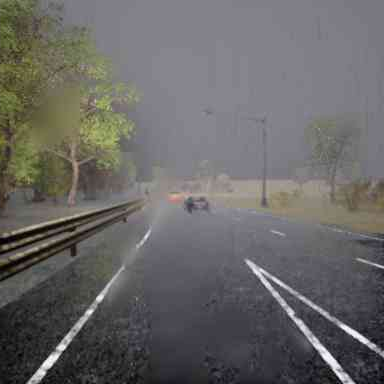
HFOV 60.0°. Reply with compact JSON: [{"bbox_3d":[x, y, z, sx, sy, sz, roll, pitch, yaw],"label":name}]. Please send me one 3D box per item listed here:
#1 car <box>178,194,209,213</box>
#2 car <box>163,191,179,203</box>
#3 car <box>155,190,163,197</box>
[{"bbox_3d":[0.321,1.091,30.789,2.128,1.511,4.902,0,1,-9],"label":"car"},{"bbox_3d":[-2.844,0.687,51.448,2.097,1.767,4.553,0,1,-9],"label":"car"},{"bbox_3d":[-7.394,0.412,81.233,1.882,1.535,5.008,0,1,-9],"label":"car"}]
